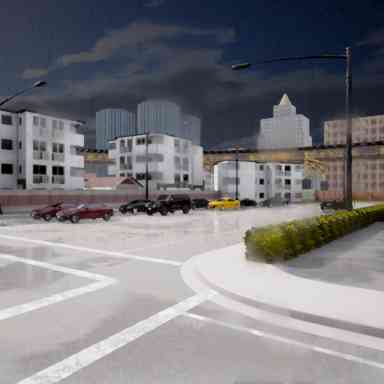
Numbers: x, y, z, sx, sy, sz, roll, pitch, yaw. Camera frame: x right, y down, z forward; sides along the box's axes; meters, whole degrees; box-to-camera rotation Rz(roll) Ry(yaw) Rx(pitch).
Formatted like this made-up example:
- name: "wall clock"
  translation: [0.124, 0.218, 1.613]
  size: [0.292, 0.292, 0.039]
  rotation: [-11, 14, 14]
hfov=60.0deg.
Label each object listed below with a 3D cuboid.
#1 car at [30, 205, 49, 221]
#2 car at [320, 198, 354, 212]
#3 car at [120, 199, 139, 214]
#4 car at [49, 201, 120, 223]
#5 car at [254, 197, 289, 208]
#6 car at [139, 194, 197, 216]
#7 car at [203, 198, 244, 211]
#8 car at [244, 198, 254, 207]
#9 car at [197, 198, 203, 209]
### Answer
- name: "car"
  translation: [-10.964, 1.525, 27.673]
  size: [1.812, 1.442, 4.674]
  rotation: [0, 0, 37]
- name: "car"
  translation: [16.851, 1.491, 38.550]
  size: [4.902, 1.511, 2.128]
  rotation: [0, 0, -36]
- name: "car"
  translation: [-5.469, 1.504, 34.909]
  size: [1.837, 1.490, 4.892]
  rotation: [0, 0, 38]
- name: "car"
  translation: [-8.129, 1.525, 25.621]
  size: [1.812, 1.442, 4.674]
  rotation: [0, 0, 37]
- name: "car"
  translation: [11.831, 1.503, 48.043]
  size: [4.892, 1.490, 1.837]
  rotation: [0, 0, -31]
- name: "car"
  translation: [-2.289, 1.221, 33.360]
  size: [2.150, 2.045, 5.566]
  rotation: [0, 0, 37]
- name: "car"
  translation: [4.005, 1.477, 41.164]
  size: [1.882, 1.535, 5.008]
  rotation: [0, 0, 41]
- name: "car"
  translation: [7.742, 1.563, 49.398]
  size: [4.181, 1.385, 1.994]
  rotation: [0, 0, -34]
- name: "car"
  translation: [0.617, 1.525, 42.564]
  size: [1.812, 1.442, 4.674]
  rotation: [0, 0, 40]
